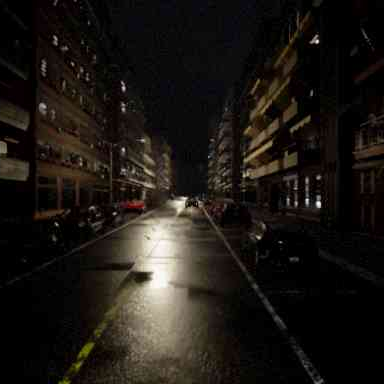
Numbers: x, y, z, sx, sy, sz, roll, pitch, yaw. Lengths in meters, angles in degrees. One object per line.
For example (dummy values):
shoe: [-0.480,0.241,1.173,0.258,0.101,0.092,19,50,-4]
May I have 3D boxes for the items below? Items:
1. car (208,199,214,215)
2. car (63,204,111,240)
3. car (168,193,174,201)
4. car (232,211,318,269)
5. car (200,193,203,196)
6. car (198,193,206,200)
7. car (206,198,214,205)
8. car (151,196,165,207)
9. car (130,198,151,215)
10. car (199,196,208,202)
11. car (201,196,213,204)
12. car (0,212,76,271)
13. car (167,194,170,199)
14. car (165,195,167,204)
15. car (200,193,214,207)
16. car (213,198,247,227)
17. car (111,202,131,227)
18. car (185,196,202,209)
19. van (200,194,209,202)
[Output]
car: [2.701,1.531,27.936,2.008,1.369,4.403,1,0,0]
car: [-5.677,1.428,16.654,1.967,1.590,4.097,1,0,0]
car: [-5.676,1.271,84.594,2.192,1.841,5.009,1,0,0]
car: [2.701,1.542,10.952,2.008,1.369,4.403,1,0,0]
car: [2.702,1.404,56.245,1.967,1.590,4.097,1,0,0]
car: [2.704,1.269,90.215,2.192,1.841,5.009,1,0,0]
car: [2.701,1.559,33.598,1.802,1.307,4.206,1,0,0]
car: [-5.679,1.513,50.625,1.887,1.381,4.507,1,0,0]
car: [-5.679,1.523,33.640,1.887,1.381,4.507,1,0,0]
car: [2.700,1.538,78.892,1.802,1.307,4.206,1,0,0]
car: [2.701,1.512,61.907,2.008,1.369,4.403,1,0,0]
car: [-5.679,1.558,10.993,1.947,1.339,4.313,1,0,0]
car: [-5.679,1.488,61.777,1.752,1.417,4.829,1,0,0]
car: [-5.679,1.491,56.116,1.752,1.417,4.829,1,0,0]
car: [2.703,1.408,50.584,1.967,1.590,4.097,1,0,0]
car: [2.703,1.424,22.275,1.967,1.590,4.097,1,0,0]
car: [-5.679,1.535,22.316,2.008,1.369,4.403,1,0,0]
car: [0.000,1.572,44.630,1.895,1.301,4.718,0,0,0]
van: [2.703,1.298,73.231,1.690,1.788,3.998,1,0,0]
